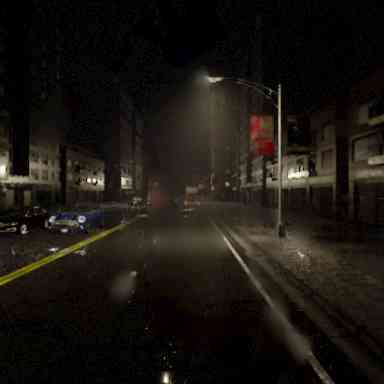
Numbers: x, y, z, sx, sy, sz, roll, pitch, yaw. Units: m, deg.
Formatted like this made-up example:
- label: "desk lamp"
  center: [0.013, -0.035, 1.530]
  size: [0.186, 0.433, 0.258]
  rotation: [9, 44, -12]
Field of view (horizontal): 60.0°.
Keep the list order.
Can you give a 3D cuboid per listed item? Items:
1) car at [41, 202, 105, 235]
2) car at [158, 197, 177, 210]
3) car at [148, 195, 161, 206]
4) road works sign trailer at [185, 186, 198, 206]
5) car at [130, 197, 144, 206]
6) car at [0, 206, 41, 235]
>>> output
- label: "car"
  center: [-6.607, 1.431, 19.469]
  size: [2.097, 1.767, 4.553]
  rotation: [0, 0, 0]
- label: "car"
  center: [-3.169, 1.756, 46.418]
  size: [1.994, 1.385, 4.181]
  rotation: [0, 0, 0]
- label: "car"
  center: [-6.560, 1.472, 59.685]
  size: [2.150, 2.045, 5.566]
  rotation: [0, 0, 1]
- label: "road works sign trailer"
  center: [-0.025, 0.717, 60.731]
  size: [2.380, 3.560, 2.880]
  rotation: [0, 0, 0]
- label: "car"
  center: [-9.811, 1.740, 59.722]
  size: [2.128, 1.511, 4.902]
  rotation: [0, 0, 1]
- label: "car"
  center: [-9.856, 1.583, 19.227]
  size: [1.837, 1.490, 4.892]
  rotation: [0, 0, 0]
